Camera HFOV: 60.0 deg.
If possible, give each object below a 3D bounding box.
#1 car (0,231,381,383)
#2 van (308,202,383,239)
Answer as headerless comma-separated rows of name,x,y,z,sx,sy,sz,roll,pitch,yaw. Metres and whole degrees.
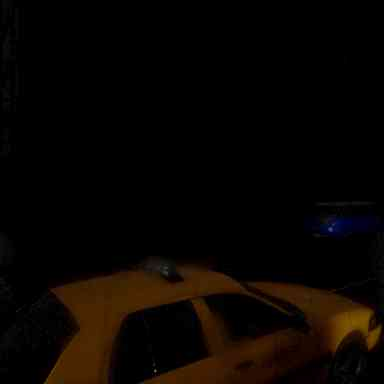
car,-0.058,1.455,3.392,5.366,1.575,1.801,0,0,-35
van,7.074,1.342,15.444,3.998,1.788,1.690,0,0,-36
